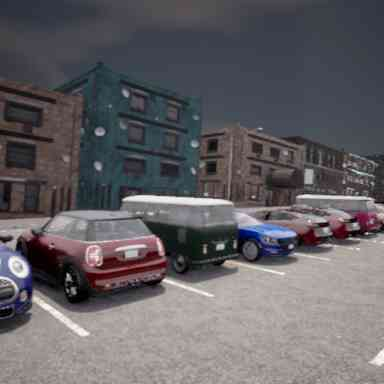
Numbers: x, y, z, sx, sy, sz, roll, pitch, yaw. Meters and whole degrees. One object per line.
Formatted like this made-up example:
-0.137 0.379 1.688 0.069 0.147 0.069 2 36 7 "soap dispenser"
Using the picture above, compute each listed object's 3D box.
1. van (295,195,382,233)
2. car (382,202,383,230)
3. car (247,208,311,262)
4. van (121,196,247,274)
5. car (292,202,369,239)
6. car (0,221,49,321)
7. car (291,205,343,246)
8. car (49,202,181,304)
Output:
7.386 1.190 18.000 1.878 1.987 4.442 0 1 -44 "van"
9.515 1.461 19.827 2.163 1.488 4.792 0 1 -44 "car"
1.362 1.379 12.129 2.097 1.535 5.008 0 1 -44 "car"
-0.744 1.139 10.278 1.878 1.987 4.442 0 1 -44 "van"
5.410 1.434 16.008 2.163 1.488 4.792 0 1 -44 "car"
-4.751 1.215 6.355 2.185 1.767 4.553 0 1 -44 "car"
3.377 1.421 14.078 2.163 1.488 4.792 0 1 -44 "car"
-2.676 1.229 8.241 2.185 1.767 4.553 0 1 -44 "car"
